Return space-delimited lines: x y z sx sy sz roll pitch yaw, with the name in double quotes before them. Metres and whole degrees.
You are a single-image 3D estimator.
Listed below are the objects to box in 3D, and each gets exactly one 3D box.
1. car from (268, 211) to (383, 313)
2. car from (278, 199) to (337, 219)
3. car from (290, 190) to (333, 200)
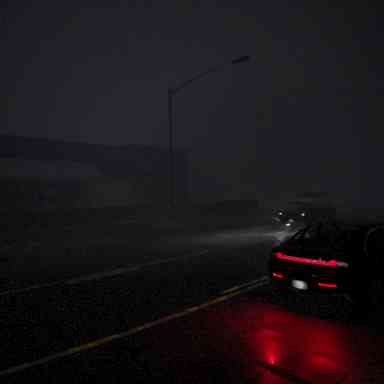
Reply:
"car" 3.661 1.383 7.534 4.902 1.511 2.128 -1 0 -43
"car" 7.426 1.341 21.202 4.718 1.301 1.895 -1 0 -45
"car" 10.409 0.859 29.096 2.150 2.045 5.566 -1 0 44
